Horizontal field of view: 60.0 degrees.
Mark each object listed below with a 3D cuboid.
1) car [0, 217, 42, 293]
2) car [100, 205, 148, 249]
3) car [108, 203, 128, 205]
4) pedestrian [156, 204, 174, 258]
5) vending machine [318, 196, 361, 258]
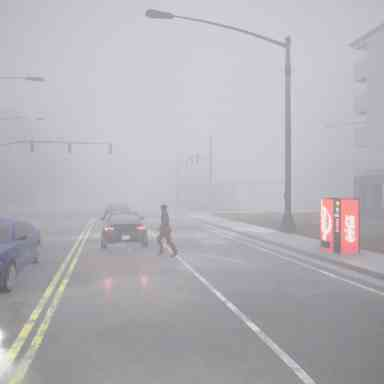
[{"bbox_3d":[-5.336,1.477,8.804,1.882,1.535,5.008,0,0,-14],"label":"car"},{"bbox_3d":[-3.027,1.526,14.638,1.812,1.442,4.674,0,0,-14],"label":"car"},{"bbox_3d":[-5.250,1.478,23.414,1.882,1.535,5.008,0,0,-14],"label":"car"},{"bbox_3d":[-0.910,1.294,11.332,0.375,1.860,0.375,0,0,-14],"label":"pedestrian"},{"bbox_3d":[5.230,1.195,11.823,1.100,2.100,0.880,0,0,-14],"label":"vending machine"}]
